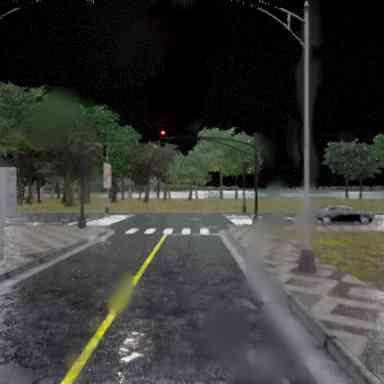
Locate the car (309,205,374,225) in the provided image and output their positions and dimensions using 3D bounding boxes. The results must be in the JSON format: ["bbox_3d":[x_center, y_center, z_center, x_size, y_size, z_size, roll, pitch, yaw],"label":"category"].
[{"bbox_3d":[11.554,1.745,25.976,4.902,1.511,2.128,0,0,0],"label":"car"}]
